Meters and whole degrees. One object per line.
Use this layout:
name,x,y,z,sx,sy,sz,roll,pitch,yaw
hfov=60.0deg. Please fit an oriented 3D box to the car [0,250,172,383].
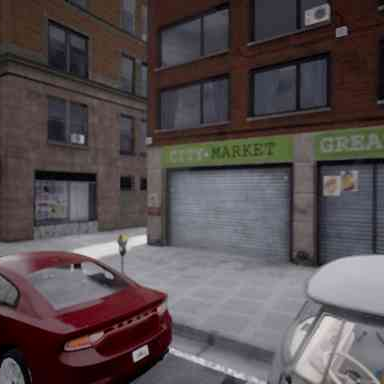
car,-2.348,1.526,4.743,4.507,1.381,1.887,0,0,35

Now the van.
van,2.266,1.346,1.462,3.998,1.788,1.690,0,0,35
